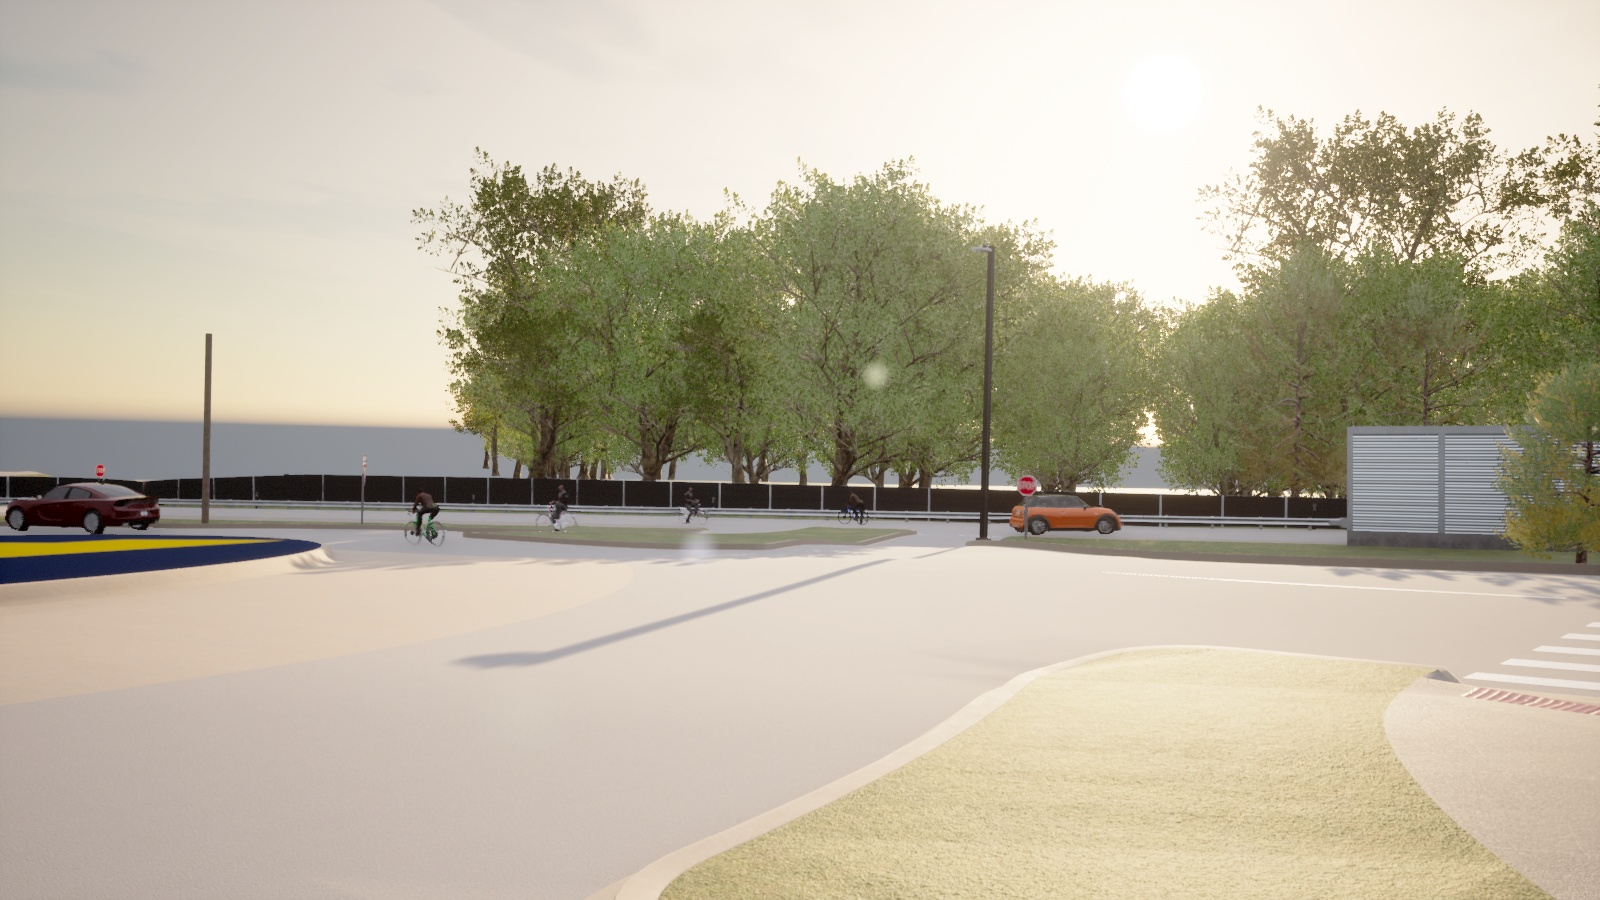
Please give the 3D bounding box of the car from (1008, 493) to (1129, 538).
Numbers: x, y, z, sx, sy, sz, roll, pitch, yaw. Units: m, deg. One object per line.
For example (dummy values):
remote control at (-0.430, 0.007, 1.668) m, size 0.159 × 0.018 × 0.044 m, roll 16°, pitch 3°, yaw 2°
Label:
car at (11.379, 2.775, 53.369) m, size 4.553 × 1.767 × 2.097 m, roll 0°, pitch 0°, yaw -9°

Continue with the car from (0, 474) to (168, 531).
car at (-22.480, 1.594, 39.269) m, size 5.008 × 1.535 × 1.882 m, roll 1°, pitch 1°, yaw 18°

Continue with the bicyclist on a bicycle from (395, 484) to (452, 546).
bicyclist on a bicycle at (-10.370, 1.766, 34.589) m, size 1.656 × 1.620 × 0.582 m, roll 1°, pitch 1°, yaw 34°

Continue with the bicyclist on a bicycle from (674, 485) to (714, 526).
bicyclist on a bicycle at (-4.936, 2.575, 58.480) m, size 1.843 × 1.776 × 0.659 m, roll 1°, pitch 2°, yaw 36°

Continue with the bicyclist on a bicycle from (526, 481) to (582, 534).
bicyclist on a bicycle at (-8.629, 2.023, 44.141) m, size 0.659 × 1.776 × 1.843 m, roll -1°, pitch -5°, yaw 39°
